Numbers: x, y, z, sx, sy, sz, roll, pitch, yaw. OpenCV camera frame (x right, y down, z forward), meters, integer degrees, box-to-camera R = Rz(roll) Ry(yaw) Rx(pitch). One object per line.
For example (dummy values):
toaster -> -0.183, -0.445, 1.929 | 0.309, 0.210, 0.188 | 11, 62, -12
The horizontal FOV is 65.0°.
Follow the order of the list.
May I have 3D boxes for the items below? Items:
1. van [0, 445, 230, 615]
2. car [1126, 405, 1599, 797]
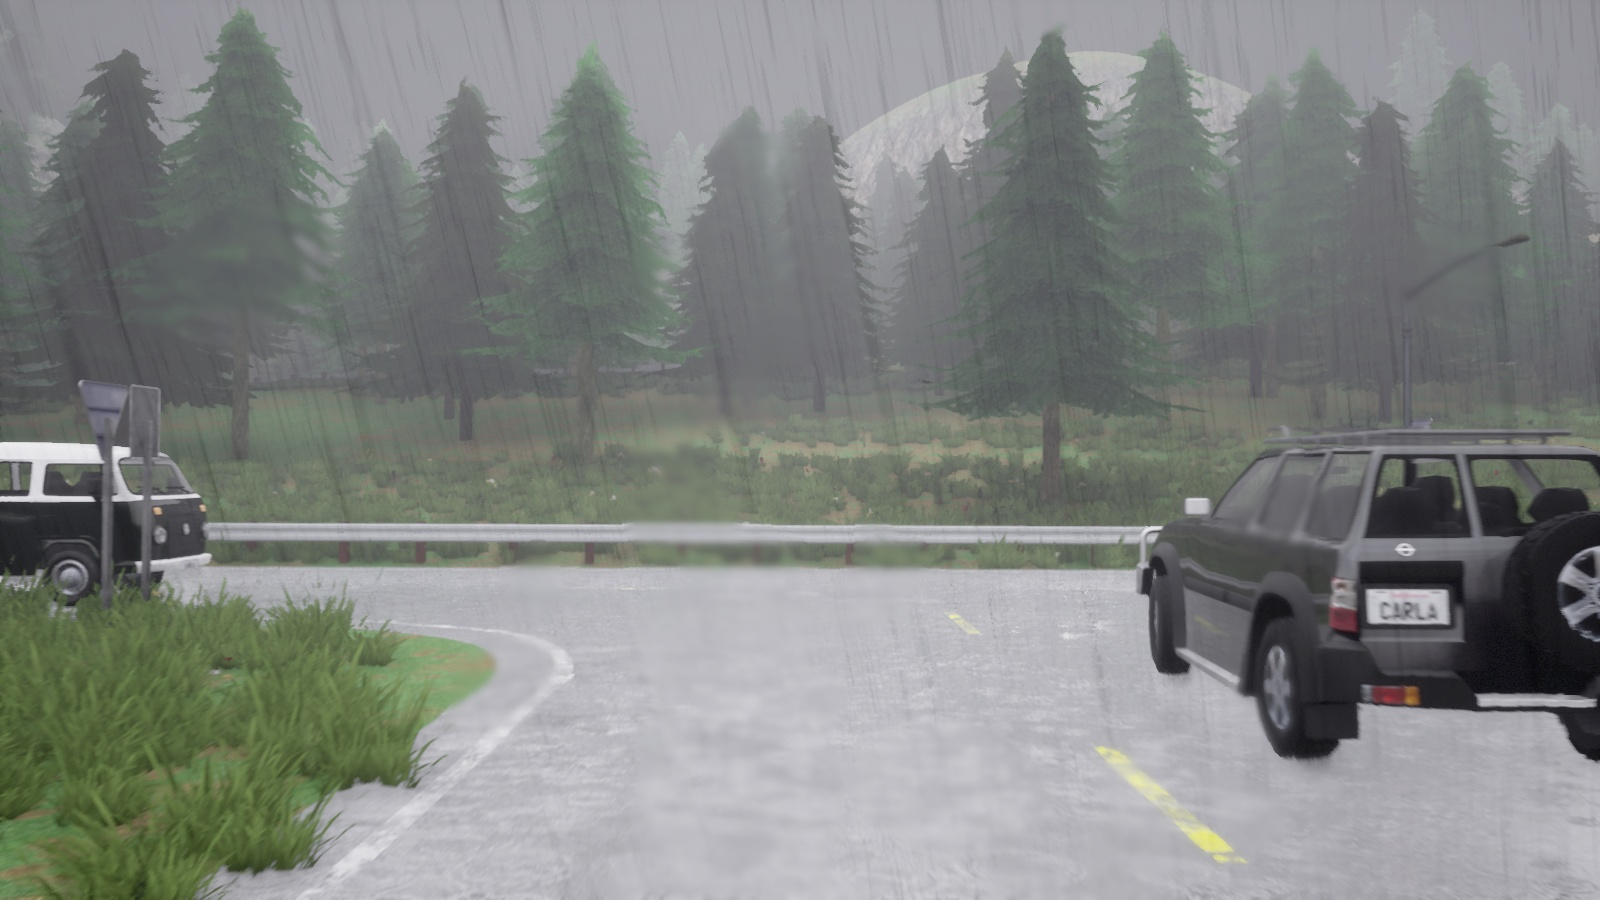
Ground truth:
van -> -10.069, 0.990, 16.210 | 4.480, 2.038, 2.069 | 0, -1, 0
car -> 3.601, 0.755, 8.269 | 1.932, 1.855, 4.605 | 0, -1, 3
